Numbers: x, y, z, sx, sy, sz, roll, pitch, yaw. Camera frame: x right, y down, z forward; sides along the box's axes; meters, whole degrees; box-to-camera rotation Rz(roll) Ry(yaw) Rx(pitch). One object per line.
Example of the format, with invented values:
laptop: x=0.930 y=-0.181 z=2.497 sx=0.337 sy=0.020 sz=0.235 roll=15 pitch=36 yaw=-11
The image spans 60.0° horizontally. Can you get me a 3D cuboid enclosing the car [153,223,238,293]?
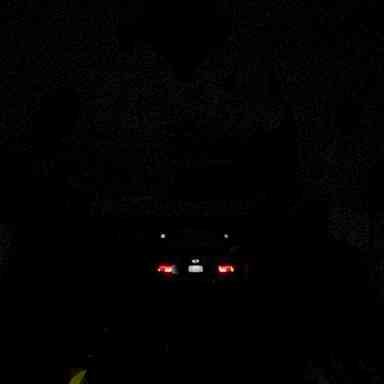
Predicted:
car: x=0.072 y=1.546 z=8.991 sx=2.033 sy=1.411 sz=5.357 roll=0 pitch=0 yaw=0
